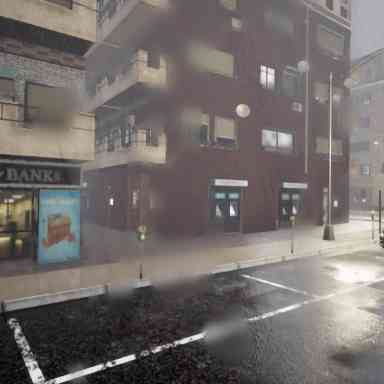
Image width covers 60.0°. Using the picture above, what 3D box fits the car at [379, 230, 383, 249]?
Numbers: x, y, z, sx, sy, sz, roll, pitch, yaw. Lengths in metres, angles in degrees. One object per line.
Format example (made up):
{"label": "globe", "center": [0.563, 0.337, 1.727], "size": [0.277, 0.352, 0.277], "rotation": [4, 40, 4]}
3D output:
{"label": "car", "center": [9.077, 1.554, 13.107], "size": [4.403, 1.369, 2.008], "rotation": [0, 1, -35]}
